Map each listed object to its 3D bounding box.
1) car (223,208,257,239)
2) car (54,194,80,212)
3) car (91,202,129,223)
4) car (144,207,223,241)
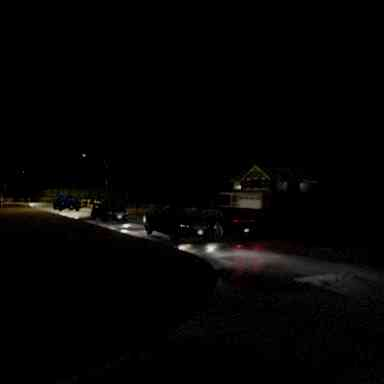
[{"bbox_3d":[1.469,1.634,18.132,2.128,1.511,4.902,2,-1,-29],"label":"car"},{"bbox_3d":[-14.809,1.261,39.261,2.150,2.045,5.566,2,0,-32],"label":"car"},{"bbox_3d":[-6.473,1.514,25.944,2.128,1.511,4.902,2,-1,-32],"label":"car"},{"bbox_3d":[-0.866,1.532,16.942,2.128,1.511,4.902,2,-1,-31],"label":"car"}]
